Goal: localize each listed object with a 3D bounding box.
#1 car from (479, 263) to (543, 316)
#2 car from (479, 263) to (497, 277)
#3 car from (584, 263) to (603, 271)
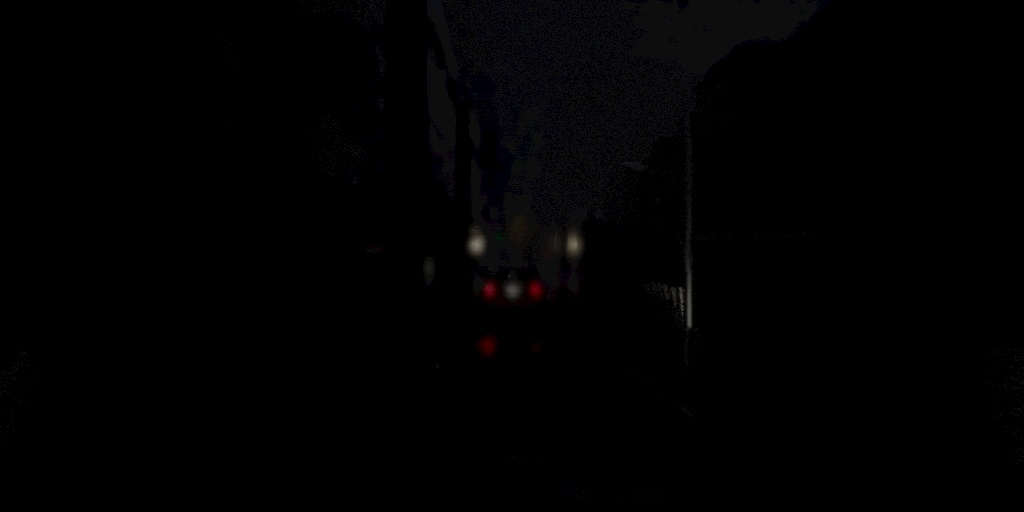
[{"bbox_3d":[0.045,1.220,14.202,2.097,1.767,4.553,0,-1,0],"label":"car"},{"bbox_3d":[-2.805,1.589,42.824,1.882,1.535,5.008,0,-1,0],"label":"car"},{"bbox_3d":[13.887,1.808,56.436,4.829,1.417,1.751,0,0,0],"label":"car"}]
